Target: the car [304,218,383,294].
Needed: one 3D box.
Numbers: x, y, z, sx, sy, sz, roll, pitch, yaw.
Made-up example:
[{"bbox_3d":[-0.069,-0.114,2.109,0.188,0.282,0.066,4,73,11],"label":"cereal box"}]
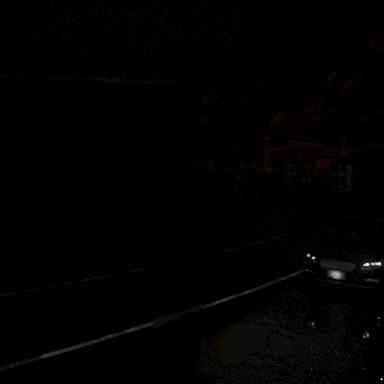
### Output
[{"bbox_3d":[4.625,1.492,8.908,2.128,1.511,4.902,0,0,40],"label":"car"}]
